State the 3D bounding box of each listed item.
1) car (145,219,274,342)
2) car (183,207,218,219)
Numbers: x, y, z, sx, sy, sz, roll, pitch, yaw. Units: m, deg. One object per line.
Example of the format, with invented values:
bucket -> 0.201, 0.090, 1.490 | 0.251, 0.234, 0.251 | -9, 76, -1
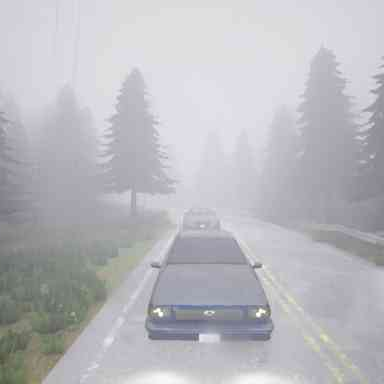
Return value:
car -> 0.285, 1.558, 7.088 | 2.033, 1.411, 5.357 | 0, 0, 1
car -> 0.480, 1.584, 19.172 | 1.994, 1.385, 4.181 | 0, 0, -2
